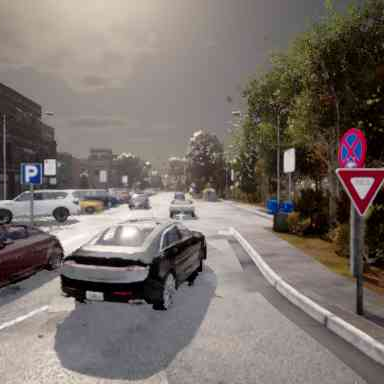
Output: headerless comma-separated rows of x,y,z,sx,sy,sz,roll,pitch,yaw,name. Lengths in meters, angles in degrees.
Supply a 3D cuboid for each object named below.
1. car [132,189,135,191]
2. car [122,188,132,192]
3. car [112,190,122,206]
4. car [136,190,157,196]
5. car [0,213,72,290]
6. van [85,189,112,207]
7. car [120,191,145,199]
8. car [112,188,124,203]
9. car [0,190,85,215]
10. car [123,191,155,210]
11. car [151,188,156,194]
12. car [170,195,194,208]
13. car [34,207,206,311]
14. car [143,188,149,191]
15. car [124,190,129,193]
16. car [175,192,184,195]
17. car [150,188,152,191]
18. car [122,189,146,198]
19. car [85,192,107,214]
-11.190,0.636,48.626,4.553,1.767,2.185,-1,1,-22,car
-11.074,0.678,45.627,4.553,1.767,2.185,-1,1,-22,car
-10.742,0.931,36.616,5.008,1.535,2.097,-1,1,-22,car
-12.843,0.234,93.680,5.366,1.575,1.946,-1,0,-22,car
-4.726,1.430,7.578,1.994,1.385,4.181,0,1,7,car
-10.738,0.750,33.565,4.442,1.987,1.878,-1,1,-22,van
-11.907,0.574,66.621,4.674,1.452,2.002,-1,1,-22,car
-10.904,0.763,39.613,4.553,1.767,2.185,-1,1,-22,car
-10.145,0.895,21.588,5.566,2.045,2.435,-1,1,-22,car
-5.357,0.977,34.098,2.128,1.511,4.902,0,1,-2,car
-12.764,0.304,87.612,4.892,1.521,2.231,-1,0,-22,car
-0.819,1.194,26.760,1.895,1.301,4.718,0,1,-2,car
-0.943,1.372,7.621,2.128,1.511,4.902,1,2,14,car
-11.786,0.318,63.642,5.566,2.045,2.435,-1,0,-22,car
-10.989,0.886,42.622,4.674,1.452,2.002,-1,1,-22,car
-2.196,0.683,58.301,1.812,1.442,4.674,0,0,-3,car
-12.236,0.460,75.632,4.792,1.488,2.163,-1,0,-22,car
-12.060,0.373,69.612,4.553,1.767,2.185,-1,0,-22,car
-10.207,1.053,27.687,5.366,1.575,1.946,-1,1,-22,car
